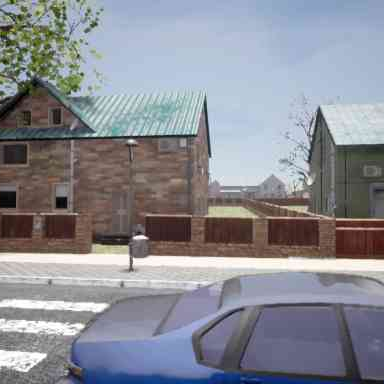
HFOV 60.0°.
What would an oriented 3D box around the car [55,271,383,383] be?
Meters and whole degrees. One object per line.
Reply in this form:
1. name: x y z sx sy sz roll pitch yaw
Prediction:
1. car: 1.461 1.596 3.319 5.357 1.411 2.033 0 -1 8
